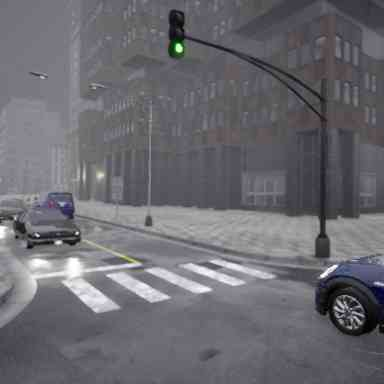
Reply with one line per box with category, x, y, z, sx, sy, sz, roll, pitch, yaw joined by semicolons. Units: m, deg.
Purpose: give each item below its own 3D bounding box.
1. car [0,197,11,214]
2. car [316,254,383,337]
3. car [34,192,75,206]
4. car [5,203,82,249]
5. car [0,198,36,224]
car;-18.165;1.213;30.877;1.895;1.301;4.718;1;0;-35
car;4.123;1.390;4.723;2.097;1.767;4.553;1;0;-35
car;-10.779;0.983;25.799;2.150;2.045;5.566;1;0;-35
car;-6.315;1.400;14.114;2.033;1.411;5.357;1;0;-35
car;-12.165;1.239;22.385;1.837;1.490;4.892;1;0;-35
